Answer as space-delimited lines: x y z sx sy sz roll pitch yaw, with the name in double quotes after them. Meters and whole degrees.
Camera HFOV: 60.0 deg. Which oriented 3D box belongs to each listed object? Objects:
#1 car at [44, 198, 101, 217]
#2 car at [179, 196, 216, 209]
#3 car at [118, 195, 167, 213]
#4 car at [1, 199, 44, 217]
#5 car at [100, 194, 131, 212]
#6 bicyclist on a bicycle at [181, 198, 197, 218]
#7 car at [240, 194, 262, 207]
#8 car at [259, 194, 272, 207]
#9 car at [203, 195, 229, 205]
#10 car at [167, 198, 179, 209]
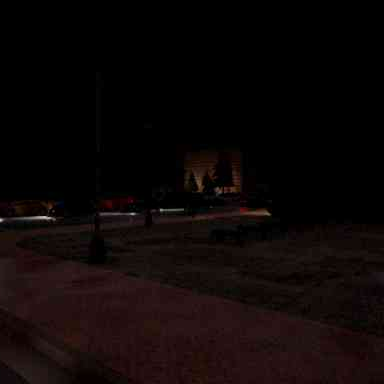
-11.223 1.564 31.508 1.994 1.385 4.181 0 0 40 "car"
0.836 1.601 45.816 1.895 1.301 4.718 0 0 40 "car"
-5.564 1.478 38.232 1.882 1.535 5.008 0 0 40 "car"
-15.875 1.478 31.427 1.882 1.535 5.008 0 0 40 "car"
-9.474 1.221 39.022 2.150 2.045 5.566 0 0 41 "car"
-0.259 1.301 26.703 1.656 1.620 0.582 0 0 40 "bicyclist on a bicycle"
9.084 1.505 49.985 1.837 1.490 4.892 0 0 41 "car"
12.221 1.491 48.187 2.128 1.511 4.902 0 0 40 "car"
3.642 1.564 54.530 1.994 1.385 4.181 0 0 41 "car"
-2.870 1.547 46.863 2.033 1.411 5.357 0 0 40 "car"
